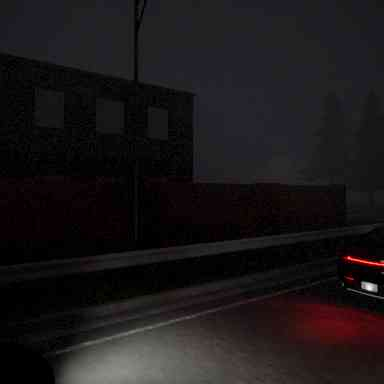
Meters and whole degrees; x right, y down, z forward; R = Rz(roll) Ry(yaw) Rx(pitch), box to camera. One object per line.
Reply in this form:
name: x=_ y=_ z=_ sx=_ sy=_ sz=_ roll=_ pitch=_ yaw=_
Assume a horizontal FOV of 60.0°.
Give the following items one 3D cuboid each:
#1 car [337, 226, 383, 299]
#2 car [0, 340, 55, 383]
car: x=5.266 y=1.505 z=7.548 sx=4.892 sy=1.490 sz=1.837 roll=0 pitch=0 yaw=-35
car: x=-3.101 y=1.526 z=1.536 sx=4.674 sy=1.442 sz=1.812 roll=0 pitch=0 yaw=-35
